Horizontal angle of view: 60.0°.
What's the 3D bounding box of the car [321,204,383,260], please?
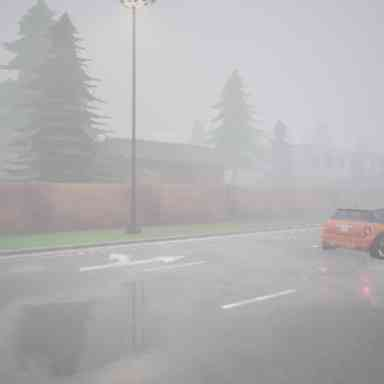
[{"bbox_3d":[6.989,1.318,12.582,4.553,1.767,2.097,0,0,-33],"label":"car"}]
